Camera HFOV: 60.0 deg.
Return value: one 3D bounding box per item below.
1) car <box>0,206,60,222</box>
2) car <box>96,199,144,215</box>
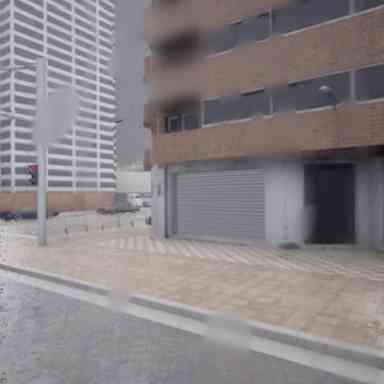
[{"bbox_3d":[-14.615,1.926,30.085,1.895,1.301,4.718,-1,0,36],"label":"car"},{"bbox_3d":[-8.508,1.875,38.577,2.033,1.411,5.357,-1,0,36],"label":"car"}]
